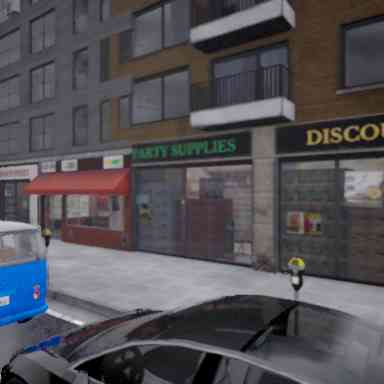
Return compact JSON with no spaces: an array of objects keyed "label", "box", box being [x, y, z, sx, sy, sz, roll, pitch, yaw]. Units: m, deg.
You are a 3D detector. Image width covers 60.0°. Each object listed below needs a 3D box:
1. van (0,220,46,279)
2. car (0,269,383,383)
[{"label":"van","box":[-4.247,1.339,5.838,3.998,1.788,1.690,0,0,36]},{"label":"car","box":[0.239,1.565,2.638,4.313,1.339,1.947,0,0,36]}]
